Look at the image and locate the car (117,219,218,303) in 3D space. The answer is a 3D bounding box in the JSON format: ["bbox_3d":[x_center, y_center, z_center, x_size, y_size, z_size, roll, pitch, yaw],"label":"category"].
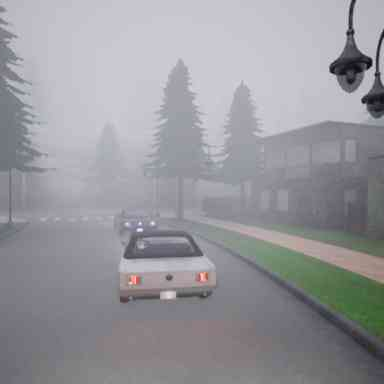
[{"bbox_3d":[-0.809,1.589,8.239,1.895,1.301,4.718,0,0,-10],"label":"car"}]

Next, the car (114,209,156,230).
[{"bbox_3d":[-3.203,1.575,18.288,1.895,1.301,4.718,0,0,-18],"label":"car"}]
